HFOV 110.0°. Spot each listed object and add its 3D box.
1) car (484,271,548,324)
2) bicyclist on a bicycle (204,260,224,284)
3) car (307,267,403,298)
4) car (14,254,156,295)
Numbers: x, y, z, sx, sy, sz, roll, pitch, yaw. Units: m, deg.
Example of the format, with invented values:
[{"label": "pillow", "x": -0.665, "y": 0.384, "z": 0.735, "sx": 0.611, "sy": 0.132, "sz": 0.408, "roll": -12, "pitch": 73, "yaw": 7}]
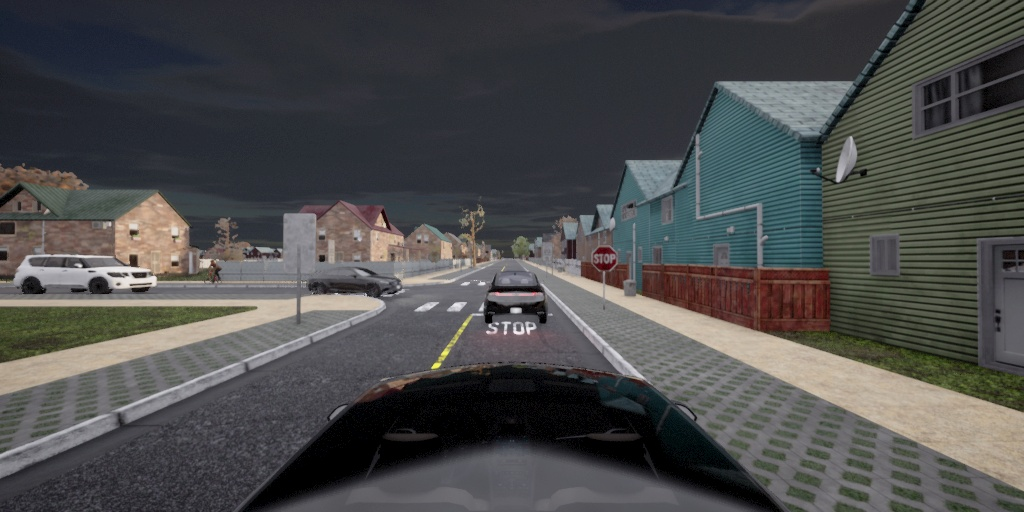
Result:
[{"label": "car", "x": 0.109, "y": 1.242, "z": 11.980, "sx": 2.128, "sy": 1.511, "sz": 4.902, "roll": 0, "pitch": 0, "yaw": 0}, {"label": "bicyclist on a bicycle", "x": -20.198, "y": 1.096, "z": 24.301, "sx": 0.582, "sy": 1.620, "sz": 1.656, "roll": 0, "pitch": 0, "yaw": 0}, {"label": "car", "x": -7.767, "y": 1.253, "z": 17.732, "sx": 4.674, "sy": 1.442, "sz": 1.812, "roll": 0, "pitch": -1, "yaw": 11}, {"label": "car", "x": -21.794, "y": 0.949, "z": 18.436, "sx": 5.566, "sy": 2.045, "sz": 2.150, "roll": 0, "pitch": -1, "yaw": 0}]
